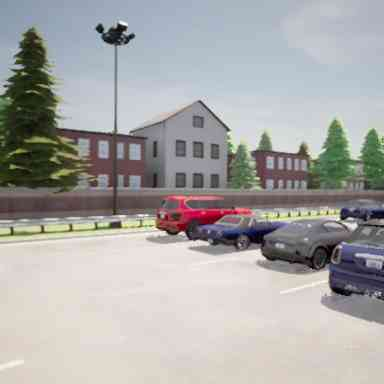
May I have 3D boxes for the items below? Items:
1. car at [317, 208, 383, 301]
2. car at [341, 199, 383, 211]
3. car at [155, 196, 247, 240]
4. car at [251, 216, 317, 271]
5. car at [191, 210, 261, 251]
[{"bbox_3d":[5.125,1.363,7.421,4.553,1.767,2.097,0,0,-35],"label":"car"},{"bbox_3d":[13.879,1.389,26.552,4.553,1.767,2.097,0,0,-35],"label":"car"},{"bbox_3d":[0.803,1.237,17.222,5.566,2.045,2.150,0,0,-35],"label":"car"},{"bbox_3d":[4.262,1.578,11.098,4.181,1.385,1.994,0,0,-35],"label":"car"},{"bbox_3d":[2.520,1.615,14.151,4.718,1.301,1.895,0,0,-35],"label":"car"}]
